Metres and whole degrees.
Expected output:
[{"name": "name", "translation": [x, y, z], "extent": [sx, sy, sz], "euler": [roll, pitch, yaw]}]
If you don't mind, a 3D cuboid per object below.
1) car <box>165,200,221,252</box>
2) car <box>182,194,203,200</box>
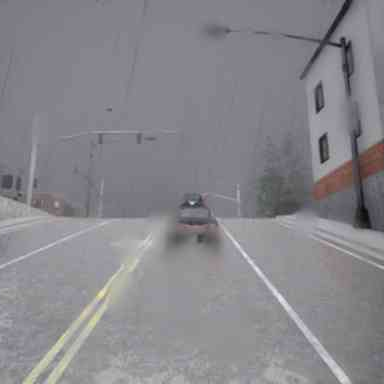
[{"name": "car", "translation": [0.056, 1.280, 12.755], "extent": [2.128, 1.511, 4.902], "euler": [1, 1, 1]}, {"name": "car", "translation": [0.049, 1.539, 29.391], "extent": [2.150, 2.045, 5.566], "euler": [0, -10, 1]}]
